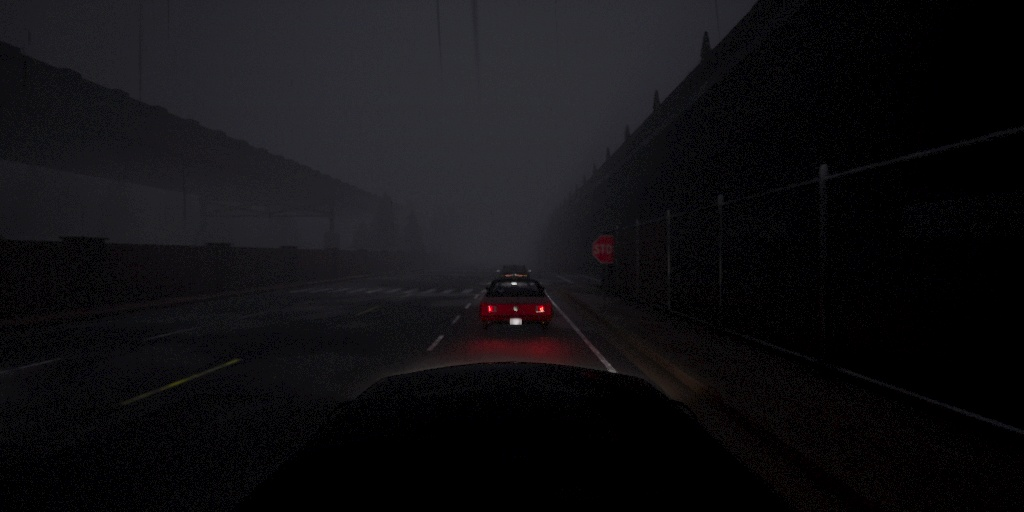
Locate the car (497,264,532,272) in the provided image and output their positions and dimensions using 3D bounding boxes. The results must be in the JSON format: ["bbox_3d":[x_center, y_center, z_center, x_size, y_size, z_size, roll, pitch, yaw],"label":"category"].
[{"bbox_3d":[0.135,1.244,21.976,1.837,1.490,4.892,0,0,0],"label":"car"}]

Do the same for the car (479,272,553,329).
[{"bbox_3d":[0.102,1.346,11.167,1.895,1.301,4.718,0,0,0],"label":"car"}]
